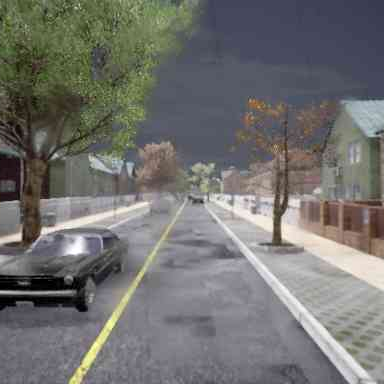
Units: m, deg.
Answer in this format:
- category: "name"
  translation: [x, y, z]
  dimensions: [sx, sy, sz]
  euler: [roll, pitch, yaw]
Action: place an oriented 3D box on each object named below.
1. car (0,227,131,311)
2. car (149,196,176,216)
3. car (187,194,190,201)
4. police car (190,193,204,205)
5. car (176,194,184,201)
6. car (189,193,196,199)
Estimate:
- category: "car"
  translation: [-2.800, 1.572, 7.802]
  dimensions: [1.895, 1.301, 4.718]
  euler: [0, 0, 1]
- category: "car"
  translation: [-2.826, 1.394, 30.908]
  dimensions: [1.837, 1.490, 4.892]
  euler: [0, 0, 0]
- category: "car"
  translation: [0.042, 1.098, 72.168]
  dimensions: [1.882, 1.535, 5.008]
  euler: [0, 0, 0]
- category: "police car"
  translation: [0.994, 1.241, 54.439]
  dimensions: [1.930, 1.638, 5.238]
  euler: [0, 0, 0]
- category: "car"
  translation: [-2.709, 1.236, 72.384]
  dimensions: [2.128, 1.511, 4.902]
  euler: [0, 0, 0]
- category: "car"
  translation: [0.051, 1.106, 87.554]
  dimensions: [1.812, 1.442, 4.674]
  euler: [0, 0, 0]
